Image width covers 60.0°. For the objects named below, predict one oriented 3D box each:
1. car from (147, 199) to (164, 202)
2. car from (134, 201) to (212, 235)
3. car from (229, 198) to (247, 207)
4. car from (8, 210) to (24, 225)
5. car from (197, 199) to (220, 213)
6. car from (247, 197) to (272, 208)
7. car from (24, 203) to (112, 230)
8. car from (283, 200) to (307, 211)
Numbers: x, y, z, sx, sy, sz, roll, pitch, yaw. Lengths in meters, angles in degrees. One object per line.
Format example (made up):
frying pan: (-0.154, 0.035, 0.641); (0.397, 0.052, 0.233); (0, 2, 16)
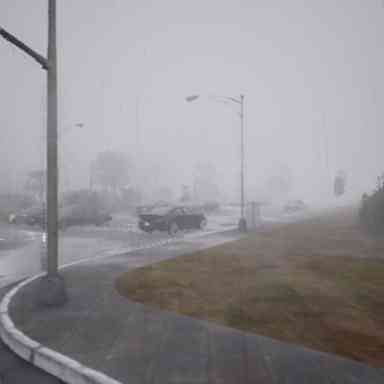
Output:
car: (-3.913, 1.546, 34.527); (1.882, 1.535, 5.008); (0, 0, 32)
car: (-1.006, 1.516, 19.280); (1.882, 1.535, 5.008); (0, 0, 32)
car: (7.727, 1.619, 52.758); (2.033, 1.411, 5.357); (0, 0, 32)
car: (-10.583, 1.558, 23.967); (2.128, 1.511, 4.902); (0, 0, 32)
car: (1.228, 1.536, 36.105); (1.882, 1.535, 5.008); (0, 0, 32)
car: (10.696, 1.566, 50.903); (2.128, 1.511, 4.902); (0, 0, 32)
car: (-7.740, 1.603, 21.915); (2.033, 1.411, 5.357); (0, 0, 32)
car: (12.958, 1.640, 41.393); (1.895, 1.301, 4.718); (0, 0, 32)
